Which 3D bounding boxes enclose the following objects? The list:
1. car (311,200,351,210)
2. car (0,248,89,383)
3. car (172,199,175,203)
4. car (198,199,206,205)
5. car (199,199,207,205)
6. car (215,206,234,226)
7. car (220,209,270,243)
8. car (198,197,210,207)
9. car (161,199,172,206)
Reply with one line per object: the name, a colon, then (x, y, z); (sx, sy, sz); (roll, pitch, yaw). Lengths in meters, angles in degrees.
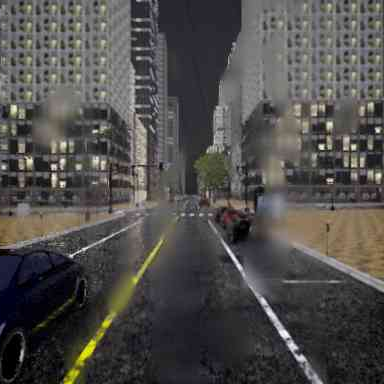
car: (18.730, 1.768, 44.782); (4.718, 1.301, 1.895); (-1, 0, -1)
car: (-3.101, 1.620, 5.195); (1.994, 1.385, 4.181); (0, -1, 0)
car: (-5.913, 2.547, 95.317); (1.947, 1.339, 4.313); (0, -1, 0)
car: (2.501, 2.451, 84.075); (1.802, 1.307, 4.206); (0, -1, 0)
car: (2.518, 2.340, 78.605); (1.752, 1.417, 4.829); (0, -1, 0)
car: (2.795, 1.820, 22.542); (1.802, 1.307, 4.206); (-1, -1, 0)
car: (2.736, 1.744, 16.859); (1.947, 1.339, 4.313); (-1, -1, 0)
car: (2.551, 2.013, 67.157); (2.192, 1.841, 5.009); (0, -1, 0)
car: (-5.845, 2.279, 72.596); (1.752, 1.417, 4.829); (0, -1, 0)
